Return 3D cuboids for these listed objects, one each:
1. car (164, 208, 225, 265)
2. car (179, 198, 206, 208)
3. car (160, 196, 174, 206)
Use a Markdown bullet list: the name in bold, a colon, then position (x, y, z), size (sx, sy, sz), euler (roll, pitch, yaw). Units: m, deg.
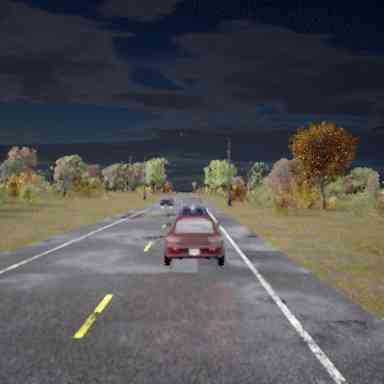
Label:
- **car**: position (0.067, 1.468, 11.368), size (1.812, 1.442, 4.674), euler (0, 0, 0)
- **car**: position (0.066, 1.218, 26.320), size (2.097, 1.767, 4.553), euler (0, 0, 0)
- **car**: position (-3.579, 1.315, 48.300), size (2.033, 1.411, 5.357), euler (0, 0, 0)
